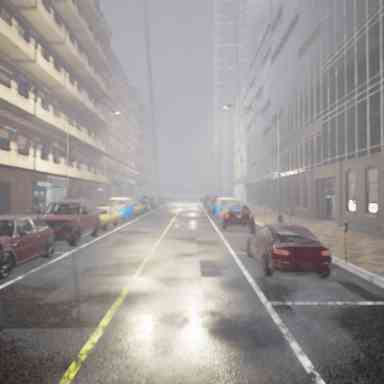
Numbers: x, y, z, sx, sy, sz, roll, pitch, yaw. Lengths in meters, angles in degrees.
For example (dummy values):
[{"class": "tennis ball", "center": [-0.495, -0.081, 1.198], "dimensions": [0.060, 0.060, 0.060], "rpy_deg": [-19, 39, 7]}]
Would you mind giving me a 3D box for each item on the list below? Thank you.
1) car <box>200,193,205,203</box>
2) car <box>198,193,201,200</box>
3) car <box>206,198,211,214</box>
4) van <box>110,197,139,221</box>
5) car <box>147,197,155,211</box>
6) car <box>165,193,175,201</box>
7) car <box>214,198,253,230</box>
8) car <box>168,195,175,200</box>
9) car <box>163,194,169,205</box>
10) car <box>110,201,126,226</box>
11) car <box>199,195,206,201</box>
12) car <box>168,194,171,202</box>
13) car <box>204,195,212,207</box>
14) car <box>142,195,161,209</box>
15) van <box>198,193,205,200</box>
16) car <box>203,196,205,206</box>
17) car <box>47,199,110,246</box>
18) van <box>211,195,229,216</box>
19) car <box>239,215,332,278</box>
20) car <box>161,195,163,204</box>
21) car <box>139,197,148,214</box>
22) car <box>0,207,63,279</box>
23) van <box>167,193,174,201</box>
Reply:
[{"class": "car", "center": [2.700, 1.282, 48.720], "dimensions": [2.192, 1.841, 5.009], "rpy_deg": [1, 0, 0]}, {"class": "car", "center": [2.695, 1.393, 65.363], "dimensions": [1.967, 1.590, 4.097], "rpy_deg": [1, 0, 0]}, {"class": "car", "center": [2.698, 1.546, 32.077], "dimensions": [1.947, 1.339, 4.313], "rpy_deg": [1, 0, 0]}, {"class": "van", "center": [-5.651, 1.325, 26.440], "dimensions": [1.690, 1.788, 3.998], "rpy_deg": [1, 0, 0]}, {"class": "car", "center": [-5.650, 1.558, 37.533], "dimensions": [1.802, 1.307, 4.206], "rpy_deg": [1, 0, 0]}, {"class": "car", "center": [-5.651, 1.259, 76.360], "dimensions": [2.192, 1.841, 5.009], "rpy_deg": [1, 0, 0]}, {"class": "car", "center": [2.702, 1.428, 20.981], "dimensions": [1.967, 1.590, 4.097], "rpy_deg": [1, 0, 0]}, {"class": "car", "center": [-5.660, 1.511, 93.001], "dimensions": [1.802, 1.307, 4.206], "rpy_deg": [1, 0, 0]}, {"class": "car", "center": [-5.654, 1.524, 59.720], "dimensions": [1.947, 1.339, 4.313], "rpy_deg": [1, 0, 0]}, {"class": "car", "center": [-5.689, 1.514, 20.723], "dimensions": [1.752, 1.417, 4.829], "rpy_deg": [1, 0, 0]}, {"class": "car", "center": [2.689, 1.516, 87.555], "dimensions": [1.802, 1.307, 4.206], "rpy_deg": [1, 0, 0]}, {"class": "car", "center": [-5.655, 1.535, 65.268], "dimensions": [1.802, 1.307, 4.206], "rpy_deg": [1, 0, 0]}, {"class": "car", "center": [2.700, 1.416, 37.625], "dimensions": [1.967, 1.590, 4.097], "rpy_deg": [1, 0, 0]}, {"class": "car", "center": [-5.646, 1.286, 43.080], "dimensions": [2.192, 1.841, 5.009], "rpy_deg": [1, 0, 0]}, {"class": "van", "center": [2.693, 1.270, 93.103], "dimensions": [1.690, 1.788, 3.998], "rpy_deg": [1, 0, 0]}, {"class": "car", "center": [2.697, 1.496, 43.343], "dimensions": [1.752, 1.417, 4.829], "rpy_deg": [1, 0, 0]}, {"class": "car", "center": [-5.677, 1.307, 15.347], "dimensions": [2.192, 1.841, 5.009], "rpy_deg": [1, 0, 0]}, {"class": "van", "center": [2.704, 1.325, 26.529], "dimensions": [1.690, 1.788, 3.998], "rpy_deg": [1, 0, 0]}, {"class": "car", "center": [2.702, 1.577, 9.885], "dimensions": [1.802, 1.307, 4.206], "rpy_deg": [1, 0, 0]}, {"class": "car", "center": [-5.651, 1.492, 48.456], "dimensions": [1.752, 1.417, 4.829], "rpy_deg": [1, 0, 0]}, {"class": "car", "center": [-5.648, 1.506, 31.817], "dimensions": [1.752, 1.417, 4.829], "rpy_deg": [1, 0, 0]}, {"class": "car", "center": [-5.675, 1.435, 9.800], "dimensions": [1.967, 1.590, 4.097], "rpy_deg": [1, 0, 0]}, {"class": "van", "center": [-5.654, 1.275, 87.453], "dimensions": [1.690, 1.788, 3.998], "rpy_deg": [1, 0, 0]}]
